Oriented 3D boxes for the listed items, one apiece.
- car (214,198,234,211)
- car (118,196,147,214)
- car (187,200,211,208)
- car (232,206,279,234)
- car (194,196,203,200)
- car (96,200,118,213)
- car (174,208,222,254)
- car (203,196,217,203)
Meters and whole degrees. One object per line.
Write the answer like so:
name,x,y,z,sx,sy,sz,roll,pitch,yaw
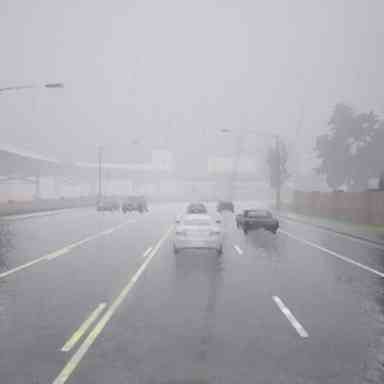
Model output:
car,4.098,1.742,41.210,1.837,1.490,4.892,0,0,1
car,-6.600,1.439,38.882,2.150,2.045,5.566,0,0,1
car,0.450,1.734,30.620,2.033,1.411,5.357,0,0,1
car,3.829,1.744,20.293,1.895,1.301,4.718,0,0,1
car,2.298,1.752,80.017,2.097,1.767,4.553,-1,-1,35
car,-10.037,1.725,40.116,1.837,1.490,4.892,0,0,2
car,0.241,1.636,13.923,1.812,1.442,4.674,0,0,1
car,5.044,1.904,77.841,1.994,1.385,4.181,-1,-1,35
